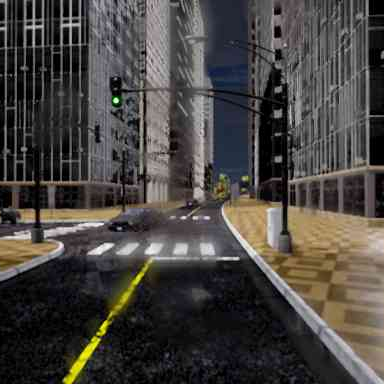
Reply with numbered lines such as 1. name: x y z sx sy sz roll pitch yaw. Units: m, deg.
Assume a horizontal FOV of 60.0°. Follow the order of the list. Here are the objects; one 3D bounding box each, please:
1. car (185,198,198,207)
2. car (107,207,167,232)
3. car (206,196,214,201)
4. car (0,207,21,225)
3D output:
1. car: -0.010 1.742 54.341 2.128 1.511 4.902 0 1 6
2. car: -3.402 1.728 21.929 2.033 1.411 5.357 0 0 18
3. car: 4.734 1.696 88.160 1.882 1.535 5.008 0 0 9
4. car: -16.580 1.983 27.828 4.403 1.369 2.008 -1 0 10
